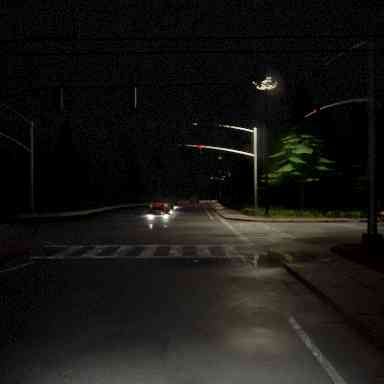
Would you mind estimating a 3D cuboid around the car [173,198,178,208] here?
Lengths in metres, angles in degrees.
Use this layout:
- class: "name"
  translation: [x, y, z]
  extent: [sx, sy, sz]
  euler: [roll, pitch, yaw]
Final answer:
- class: "car"
  translation: [-3.552, 1.632, 47.102]
  extent: [2.128, 1.511, 4.902]
  euler: [0, 0, 0]

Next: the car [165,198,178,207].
- class: "car"
  translation: [-3.449, 1.729, 57.102]
  extent: [1.994, 1.385, 4.181]
  euler: [0, 0, 1]

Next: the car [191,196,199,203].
- class: "car"
  translation: [0.708, 1.631, 75.730]
  extent: [1.837, 1.490, 4.892]
  euler: [0, 0, 2]

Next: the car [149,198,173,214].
- class: "car"
  translation: [-3.577, 1.468, 37.301]
  extent: [2.097, 1.767, 4.553]
  euler: [0, 0, 0]

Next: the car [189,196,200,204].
- class: "car"
  translation: [0.379, 1.691, 65.423]
  extent: [1.812, 1.442, 4.674]
  euler: [0, 0, 2]

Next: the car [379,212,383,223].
- class: "car"
  translation: [15.165, 1.484, 22.084]
  extent: [5.008, 1.535, 1.882]
  euler: [0, 0, 1]
